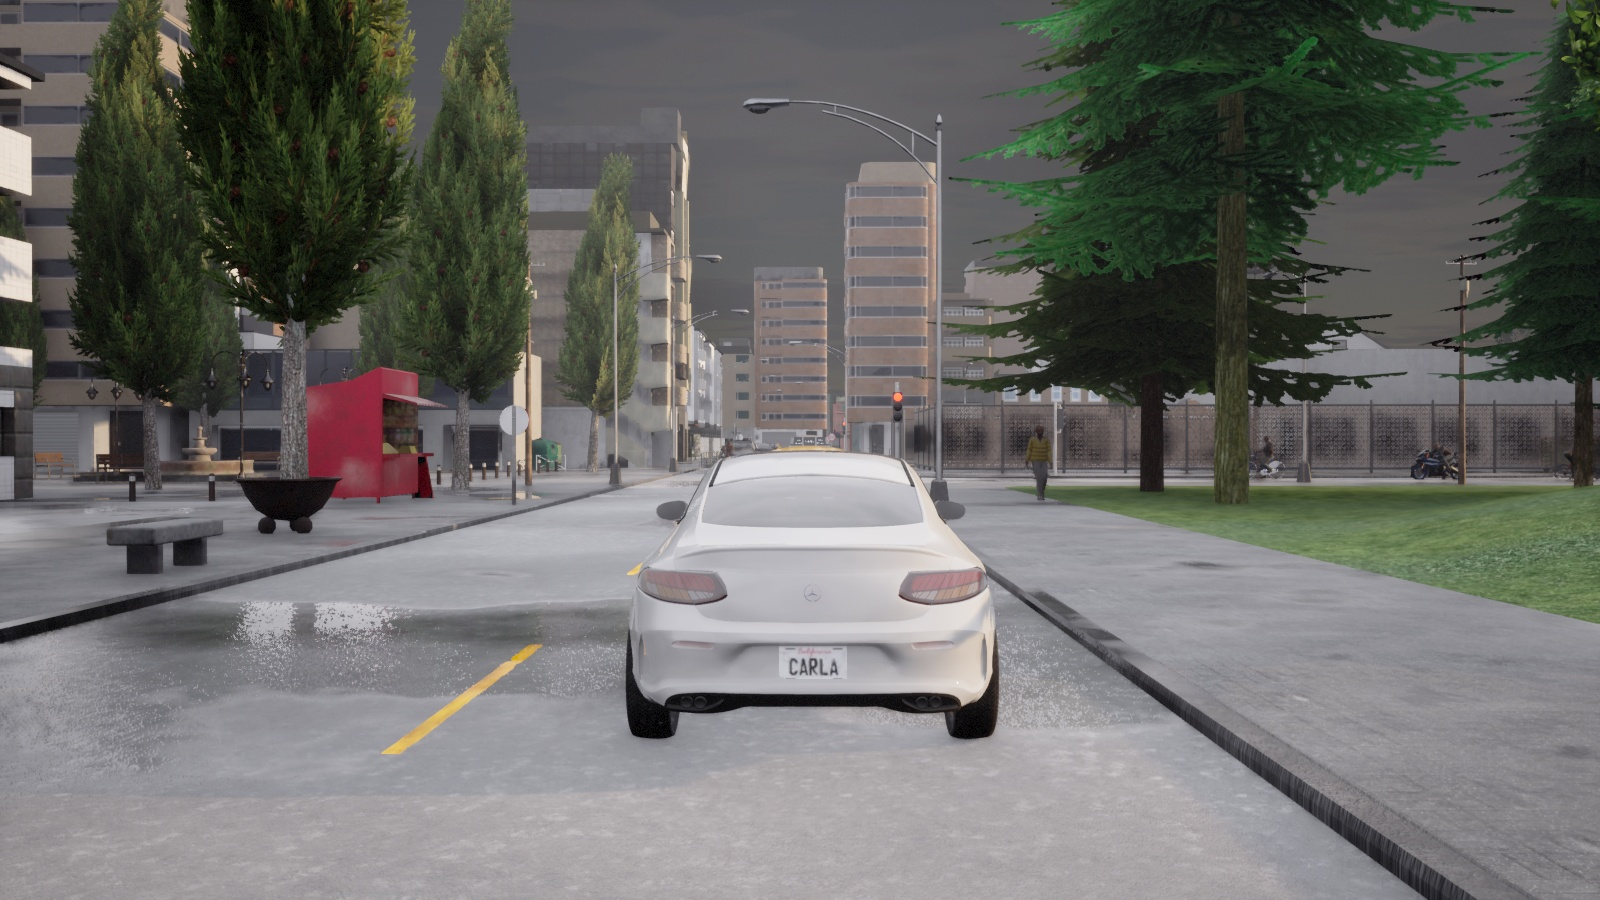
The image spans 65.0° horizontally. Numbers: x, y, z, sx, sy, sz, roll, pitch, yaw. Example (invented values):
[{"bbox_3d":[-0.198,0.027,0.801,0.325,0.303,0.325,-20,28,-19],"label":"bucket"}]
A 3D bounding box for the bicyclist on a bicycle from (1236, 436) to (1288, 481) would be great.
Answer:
[{"bbox_3d":[18.591,0.347,50.540,1.843,1.776,0.659,0,0,0],"label":"bicyclist on a bicycle"}]

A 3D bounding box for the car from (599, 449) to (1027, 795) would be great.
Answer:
[{"bbox_3d":[0.067,0.729,7.659,1.812,1.442,4.674,0,0,0],"label":"car"}]

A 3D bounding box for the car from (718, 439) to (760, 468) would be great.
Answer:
[{"bbox_3d":[-3.573,0.168,74.588,2.242,1.667,4.611,0,0,0],"label":"car"}]

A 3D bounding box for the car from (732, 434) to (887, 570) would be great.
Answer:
[{"bbox_3d":[0.130,0.588,17.254,1.801,1.575,5.366,0,0,0],"label":"car"}]

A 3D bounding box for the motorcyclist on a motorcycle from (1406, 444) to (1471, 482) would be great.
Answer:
[{"bbox_3d":[25.661,0.517,50.500,2.191,1.530,0.866,0,0,0],"label":"motorcyclist on a motorcycle"}]

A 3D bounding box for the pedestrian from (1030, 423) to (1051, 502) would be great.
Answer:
[{"bbox_3d":[5.707,0.292,29.816,0.370,1.835,0.726,0,0,3],"label":"pedestrian"}]
